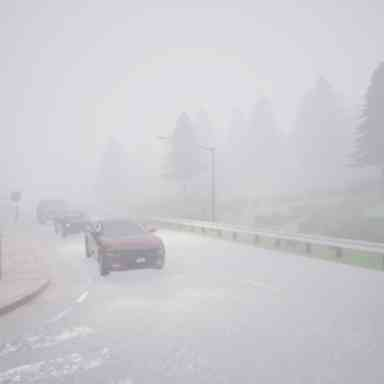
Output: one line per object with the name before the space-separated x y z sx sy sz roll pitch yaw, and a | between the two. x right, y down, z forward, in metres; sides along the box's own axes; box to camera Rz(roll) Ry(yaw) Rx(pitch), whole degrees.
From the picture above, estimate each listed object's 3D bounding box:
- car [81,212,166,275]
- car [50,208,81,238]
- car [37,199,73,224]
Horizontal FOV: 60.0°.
car | -2.430 1.624 11.351 1.882 1.535 5.008 0 -1 -25
car | -7.078 1.879 20.046 1.895 1.301 4.718 0 -1 -30
car | -12.355 1.645 29.355 2.150 2.045 5.566 0 -1 -29
